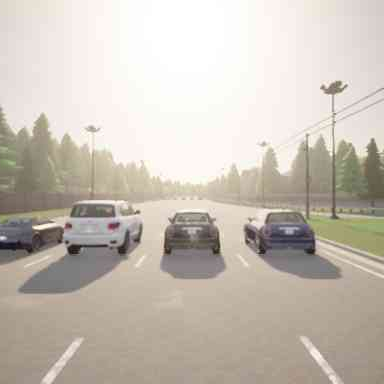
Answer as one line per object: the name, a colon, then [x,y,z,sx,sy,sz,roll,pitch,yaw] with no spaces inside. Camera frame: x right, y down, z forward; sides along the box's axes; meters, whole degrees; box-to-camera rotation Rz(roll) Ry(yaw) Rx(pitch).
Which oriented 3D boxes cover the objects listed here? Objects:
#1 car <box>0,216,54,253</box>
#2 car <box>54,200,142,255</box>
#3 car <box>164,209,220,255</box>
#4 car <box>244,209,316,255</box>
car: [-6.996,1.699,14.335,1.994,1.385,4.181,0,0,0]
car: [-3.499,1.349,14.028,2.150,2.045,5.566,0,0,0]
car: [0.003,1.483,14.089,2.097,1.767,4.553,0,-1,0]
car: [3.503,1.483,14.088,2.097,1.767,4.553,0,-1,0]
